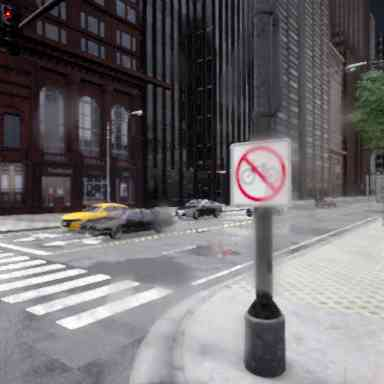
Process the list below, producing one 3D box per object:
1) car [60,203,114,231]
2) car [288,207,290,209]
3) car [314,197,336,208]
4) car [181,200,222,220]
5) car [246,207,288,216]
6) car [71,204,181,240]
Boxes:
[{"bbox_3d":[-5.331,1.444,19.840,1.882,1.535,5.008,0,0,37],"label":"car"},{"bbox_3d":[10.323,1.360,40.185,2.128,1.511,4.902,0,0,38],"label":"car"},{"bbox_3d":[18.024,1.396,44.768,1.812,1.442,4.674,0,0,38],"label":"car"},{"bbox_3d":[0.617,1.419,27.586,2.128,1.511,4.902,0,0,38],"label":"car"},{"bbox_3d":[6.673,1.401,30.136,1.837,1.490,4.892,0,0,38],"label":"car"},{"bbox_3d":[-3.190,1.506,17.290,2.033,1.411,5.357,0,0,38],"label":"car"}]
